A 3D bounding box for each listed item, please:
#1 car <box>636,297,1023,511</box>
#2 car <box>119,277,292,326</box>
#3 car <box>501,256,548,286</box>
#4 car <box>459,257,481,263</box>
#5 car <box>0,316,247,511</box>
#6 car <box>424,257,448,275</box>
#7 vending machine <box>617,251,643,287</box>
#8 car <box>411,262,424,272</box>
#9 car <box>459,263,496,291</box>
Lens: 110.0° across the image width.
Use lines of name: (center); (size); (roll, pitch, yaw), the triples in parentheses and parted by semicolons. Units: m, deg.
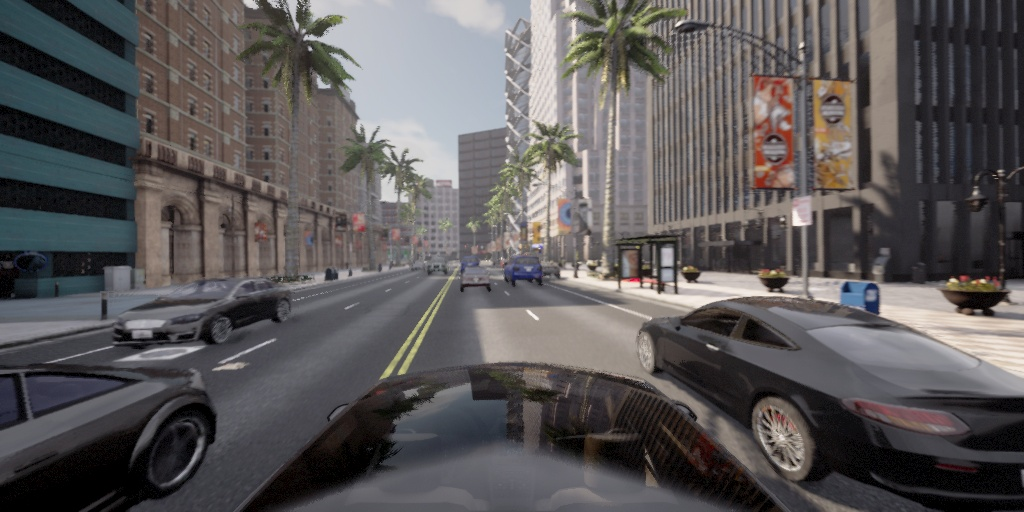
car: (3.216, 1.241, 4.541); (1.812, 1.442, 4.674); (-1, 0, -3)
car: (-7.925, 1.354, 9.815); (2.128, 1.511, 4.902); (-1, 0, -7)
car: (0.743, 1.007, 25.925); (2.150, 2.045, 5.566); (-1, 0, -8)
car: (-4.725, 1.101, 40.568); (2.150, 2.045, 5.566); (-1, 0, -8)
car: (-3.785, 1.360, 1.689); (1.994, 1.385, 4.181); (-1, 0, -2)
car: (-8.643, 1.152, 42.041); (2.150, 2.045, 5.566); (-1, 0, -7)
vending machine: (8.226, 0.887, 25.013); (1.100, 2.100, 0.880); (0, 0, -8)
car: (-13.472, 1.573, 52.086); (1.994, 1.385, 4.181); (-1, 0, -7)
car: (-2.346, 1.365, 22.616); (2.033, 1.411, 5.357); (-1, 0, -8)
